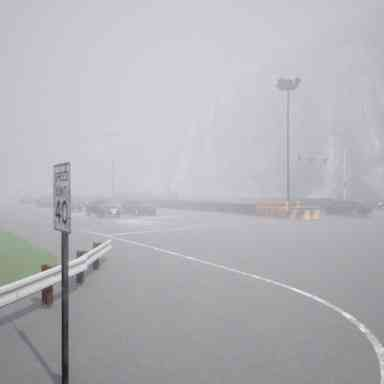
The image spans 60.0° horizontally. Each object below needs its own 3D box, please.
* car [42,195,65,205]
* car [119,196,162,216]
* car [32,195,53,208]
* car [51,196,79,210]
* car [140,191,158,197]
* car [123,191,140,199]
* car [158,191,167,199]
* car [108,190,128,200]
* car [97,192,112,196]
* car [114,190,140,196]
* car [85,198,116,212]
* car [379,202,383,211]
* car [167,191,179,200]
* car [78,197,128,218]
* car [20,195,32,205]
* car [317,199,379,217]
[{"bbox_3d":[-22.497,1.237,53.983,2.033,1.411,5.357,0,1,-38],"label":"car"},{"bbox_3d":[-5.229,1.430,31.898,1.837,1.490,4.892,0,0,-38],"label":"car"},{"bbox_3d":[-19.485,1.318,44.406,1.837,1.490,4.892,0,1,-38],"label":"car"},{"bbox_3d":[-13.770,1.491,37.093,1.895,1.301,4.718,0,0,-38],"label":"car"},{"bbox_3d":[-9.720,0.849,66.319,2.150,2.045,5.566,0,1,-38],"label":"car"},{"bbox_3d":[-14.086,0.740,77.416,2.097,1.767,4.553,0,1,-38],"label":"car"},{"bbox_3d":[-7.921,0.951,69.536,2.097,1.767,4.553,0,1,-38],"label":"car"},{"bbox_3d":[-16.870,0.661,75.295,2.150,2.045,5.566,0,1,-38],"label":"car"},{"bbox_3d":[-19.618,0.798,73.127,2.097,1.767,4.553,0,1,-38],"label":"car"},{"bbox_3d":[-12.950,0.843,64.768,2.150,2.045,5.566,0,1,-38],"label":"car"},{"bbox_3d":[-10.708,1.448,38.857,1.994,1.385,4.181,0,0,-38],"label":"car"},{"bbox_3d":[22.870,1.259,36.220,2.097,1.767,4.553,0,0,-38],"label":"car"},{"bbox_3d":[-4.948,0.815,71.416,2.150,2.045,5.566,0,1,-38],"label":"car"},{"bbox_3d":[-8.044,1.423,29.816,2.128,1.511,4.902,0,0,-38],"label":"car"},{"bbox_3d":[-25.715,1.212,52.424,1.812,1.442,4.674,0,1,-37],"label":"car"},{"bbox_3d":[13.961,1.434,30.552,1.837,1.490,4.892,0,0,-38],"label":"car"}]
